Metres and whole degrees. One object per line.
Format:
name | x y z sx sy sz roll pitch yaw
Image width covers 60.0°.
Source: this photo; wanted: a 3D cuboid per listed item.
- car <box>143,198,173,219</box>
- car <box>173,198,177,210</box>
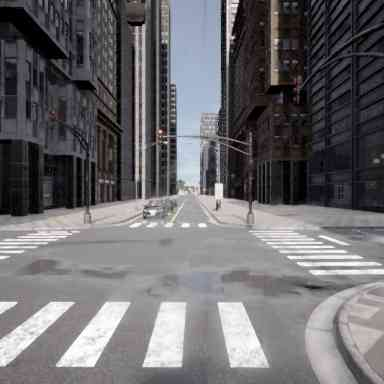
car | -3.169 1.501 29.425 2.128 1.511 4.902 0 0 0
car | -3.196 1.579 39.491 1.994 1.385 4.181 0 0 -1
